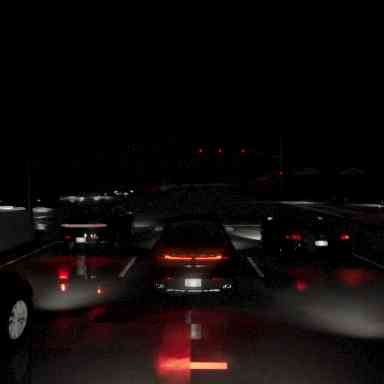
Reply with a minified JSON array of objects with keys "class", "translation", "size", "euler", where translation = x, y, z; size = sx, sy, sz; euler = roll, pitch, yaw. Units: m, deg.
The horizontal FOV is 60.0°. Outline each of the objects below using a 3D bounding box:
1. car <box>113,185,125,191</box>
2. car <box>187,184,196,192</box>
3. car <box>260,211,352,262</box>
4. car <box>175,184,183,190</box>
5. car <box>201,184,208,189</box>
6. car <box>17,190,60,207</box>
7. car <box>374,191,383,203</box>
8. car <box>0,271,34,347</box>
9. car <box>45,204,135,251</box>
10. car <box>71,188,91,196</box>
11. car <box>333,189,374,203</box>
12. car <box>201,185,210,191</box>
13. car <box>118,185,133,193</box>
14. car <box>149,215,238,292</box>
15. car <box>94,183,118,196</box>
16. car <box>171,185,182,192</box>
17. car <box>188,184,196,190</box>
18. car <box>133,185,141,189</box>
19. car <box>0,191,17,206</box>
[{"class":"car","translation":[-17.563,-1.004,80.551],"size":[1.994,1.385,4.181],"euler":[0,2,0]},{"class":"car","translation":[-0.054,-0.791,73.083],"size":[1.837,1.490,4.892],"euler":[0,2,0]},{"class":"car","translation":[3.564,1.317,11.112],"size":[1.994,1.385,4.181],"euler":[0,2,0]},{"class":"car","translation":[-3.571,-1.359,91.477],"size":[2.033,1.411,5.357],"euler":[0,2,0]},{"class":"car","translation":[3.429,-1.416,91.514],"size":[1.895,1.301,4.718],"euler":[0,2,0]},{"class":"car","translation":[-14.125,0.587,31.502],"size":[1.837,1.490,4.892],"euler":[0,2,0]},{"class":"car","translation":[21.348,0.595,32.578],"size":[5.357,1.411,2.033],"euler":[0,2,2]},{"class":"car","translation":[-3.407,1.476,3.324],"size":[1.837,1.490,4.892],"euler":[0,1,0]},{"class":"car","translation":[-3.427,1.190,12.711],"size":[2.128,1.511,4.902],"euler":[0,2,0]},{"class":"car","translation":[-17.628,-0.025,52.925],"size":[1.895,1.301,4.718],"euler":[0,2,0]},{"class":"car","translation":[17.944,0.419,36.208],"size":[4.902,1.511,2.128],"euler":[0,2,2]},{"class":"car","translation":[3.437,-1.092,81.069],"size":[1.882,1.535,5.008],"euler":[0,2,0]},{"class":"car","translation":[-14.053,-0.658,68.371],"size":[1.882,1.535,5.008],"euler":[0,2,0]},{"class":"car","translation":[0.051,1.338,8.512],"size":[1.837,1.490,4.892],"euler":[0,2,1]},{"class":"car","translation":[-14.129,-0.446,54.137],"size":[2.150,2.045,5.566],"euler":[0,2,0]},{"class":"car","translation":[-3.512,-0.641,71.485],"size":[1.895,1.301,4.718],"euler":[0,2,0]},{"class":"car","translation":[-0.072,-1.373,91.896],"size":[2.033,1.411,5.357],"euler":[0,2,0]},{"class":"car","translation":[-14.065,-1.058,83.040],"size":[1.895,1.301,4.718],"euler":[0,2,0]},{"class":"car","translation":[-17.625,0.605,32.733],"size":[1.994,1.385,4.181],"euler":[0,2,0]}]
